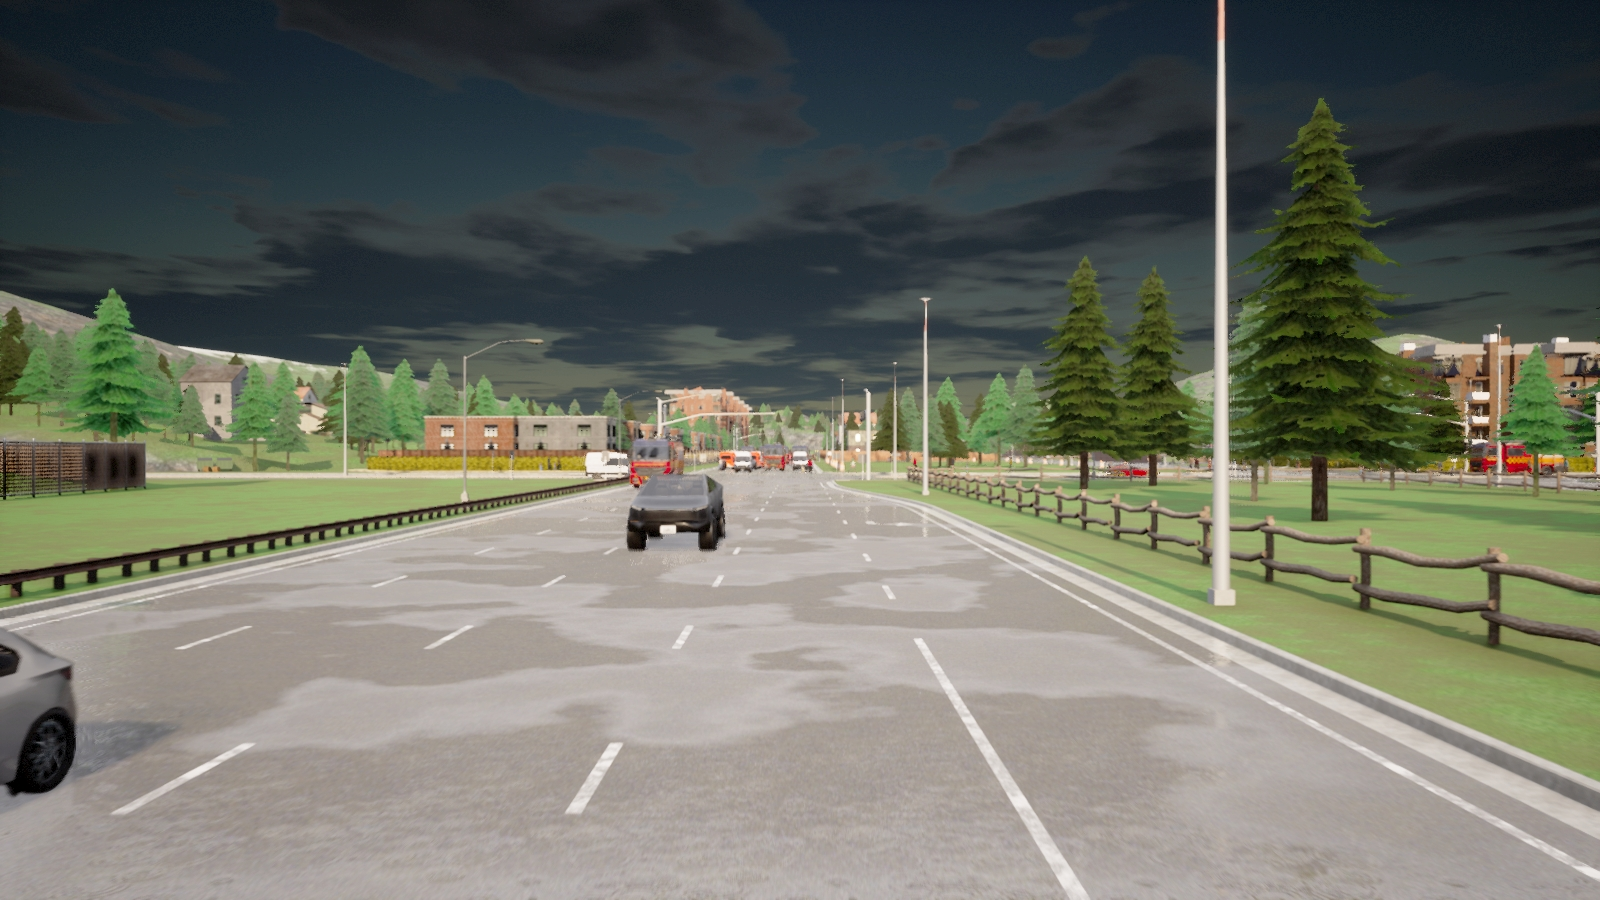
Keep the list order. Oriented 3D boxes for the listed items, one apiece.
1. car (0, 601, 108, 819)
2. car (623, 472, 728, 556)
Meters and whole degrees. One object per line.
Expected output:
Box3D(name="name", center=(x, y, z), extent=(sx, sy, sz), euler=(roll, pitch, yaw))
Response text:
Box3D(name="car", center=(-6.992, 2.065, 7.945), extent=(1.816, 1.474, 4.193), euler=(0, 0, 0))
Box3D(name="car", center=(-3.501, 1.753, 33.467), extent=(2.390, 2.098, 6.274), euler=(0, 0, 0))
